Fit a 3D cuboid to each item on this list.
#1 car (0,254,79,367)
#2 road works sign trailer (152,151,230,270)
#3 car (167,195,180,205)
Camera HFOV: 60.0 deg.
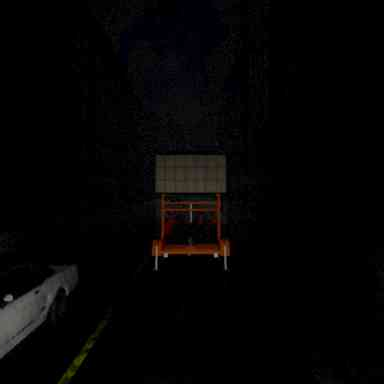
[{"bbox_3d":[-3.112,1.600,4.230,1.895,1.301,4.718,0,0,0],"label":"car"},{"bbox_3d":[-0.035,0.462,10.976,2.380,3.560,2.880,0,0,0],"label":"road works sign trailer"},{"bbox_3d":[-3.196,1.333,57.330,2.097,1.767,4.553,0,0,0],"label":"car"}]
